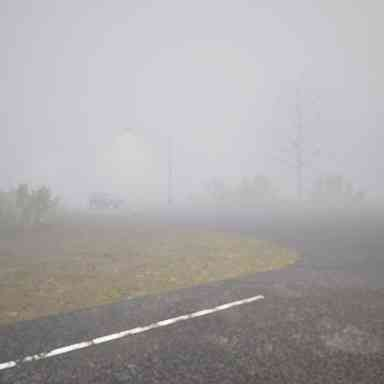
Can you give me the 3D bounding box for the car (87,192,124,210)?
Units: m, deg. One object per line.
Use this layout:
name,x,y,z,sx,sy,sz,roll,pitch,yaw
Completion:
car,-10.632,0.998,39.569,2.150,2.045,5.566,-1,1,-37

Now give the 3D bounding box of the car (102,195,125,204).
car,-12.829,1.263,54.109,1.895,1.301,4.718,0,1,-37

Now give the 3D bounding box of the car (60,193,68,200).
car,-30.225,0.992,77.163,1.837,1.490,4.892,0,1,-37
